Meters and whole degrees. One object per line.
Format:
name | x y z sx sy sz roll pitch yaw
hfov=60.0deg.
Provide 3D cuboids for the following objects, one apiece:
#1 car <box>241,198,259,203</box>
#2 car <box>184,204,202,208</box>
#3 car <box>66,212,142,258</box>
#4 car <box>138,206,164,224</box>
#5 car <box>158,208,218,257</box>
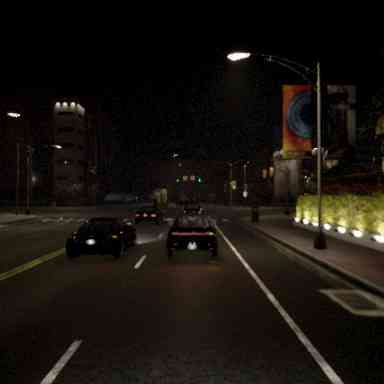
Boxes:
car | 16.055 2.374 92.122 4.786 1.482 2.161 0 -1 0
car | 0.146 1.796 28.483 2.128 1.511 4.902 0 0 4
car | -3.479 1.708 13.466 1.994 1.385 4.181 0 -1 0
car | -3.449 1.840 27.508 2.033 1.411 5.357 0 -1 2
car | 0.019 1.637 13.502 2.128 1.511 4.902 0 0 0
